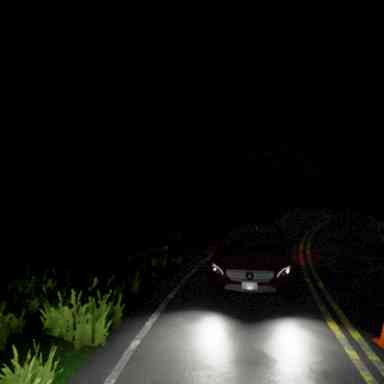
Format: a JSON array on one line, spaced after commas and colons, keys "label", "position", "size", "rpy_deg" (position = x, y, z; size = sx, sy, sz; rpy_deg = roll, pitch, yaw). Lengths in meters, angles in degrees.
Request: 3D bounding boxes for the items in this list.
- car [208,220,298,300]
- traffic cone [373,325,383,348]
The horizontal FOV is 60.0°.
[{"label": "car", "position": [1.609, 1.514, 8.598], "size": [1.812, 1.442, 4.674], "rpy_deg": [-1, 0, 13]}, {"label": "traffic cone", "position": [2.884, 1.930, 4.843], "size": [0.340, 0.580, 0.340], "rpy_deg": [-1, 1, -2]}]
